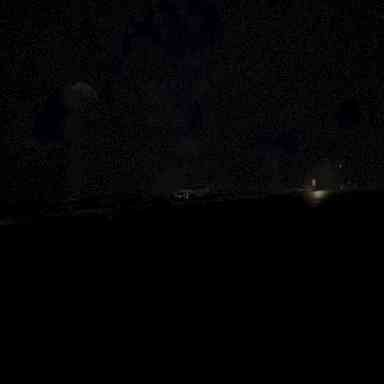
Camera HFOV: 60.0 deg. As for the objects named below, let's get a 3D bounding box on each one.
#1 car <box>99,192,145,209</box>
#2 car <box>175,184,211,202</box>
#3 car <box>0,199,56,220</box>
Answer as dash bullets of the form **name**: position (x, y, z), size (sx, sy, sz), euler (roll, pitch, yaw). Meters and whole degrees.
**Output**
- **car**: position (-6.686, 0.762, 32.117), size (1.837, 1.490, 4.892), euler (-1, 1, 36)
- **car**: position (0.162, 0.099, 41.693), size (2.150, 2.045, 5.566), euler (-1, 1, 36)
- **car**: position (-12.445, 1.195, 23.978), size (1.895, 1.301, 4.718), euler (-1, 1, 34)
